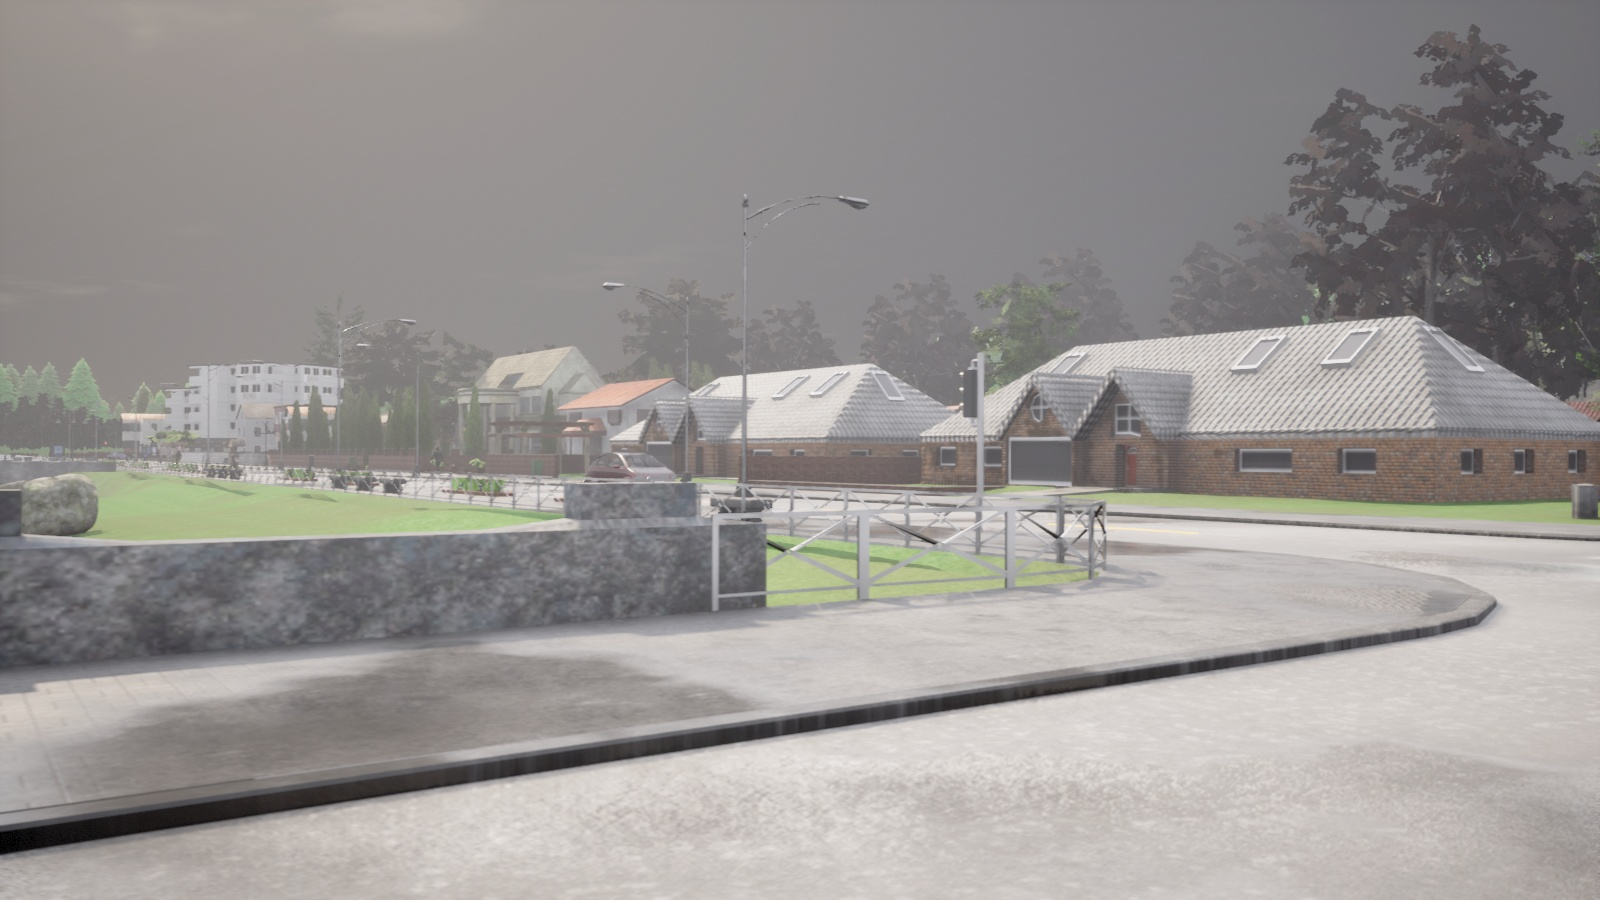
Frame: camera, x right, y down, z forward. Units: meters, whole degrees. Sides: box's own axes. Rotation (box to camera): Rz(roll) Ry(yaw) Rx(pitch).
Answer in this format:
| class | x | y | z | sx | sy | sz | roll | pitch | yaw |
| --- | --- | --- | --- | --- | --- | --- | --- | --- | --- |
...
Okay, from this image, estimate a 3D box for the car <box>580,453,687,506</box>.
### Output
| class | x | y | z | sx | sy | sz | roll | pitch | yaw |
| --- | --- | --- | --- | --- | --- | --- | --- | --- | --- |
| car | -5.199 | 0.863 | 38.832 | 1.789 | 1.549 | 3.705 | 0 | 0 | -35 |
